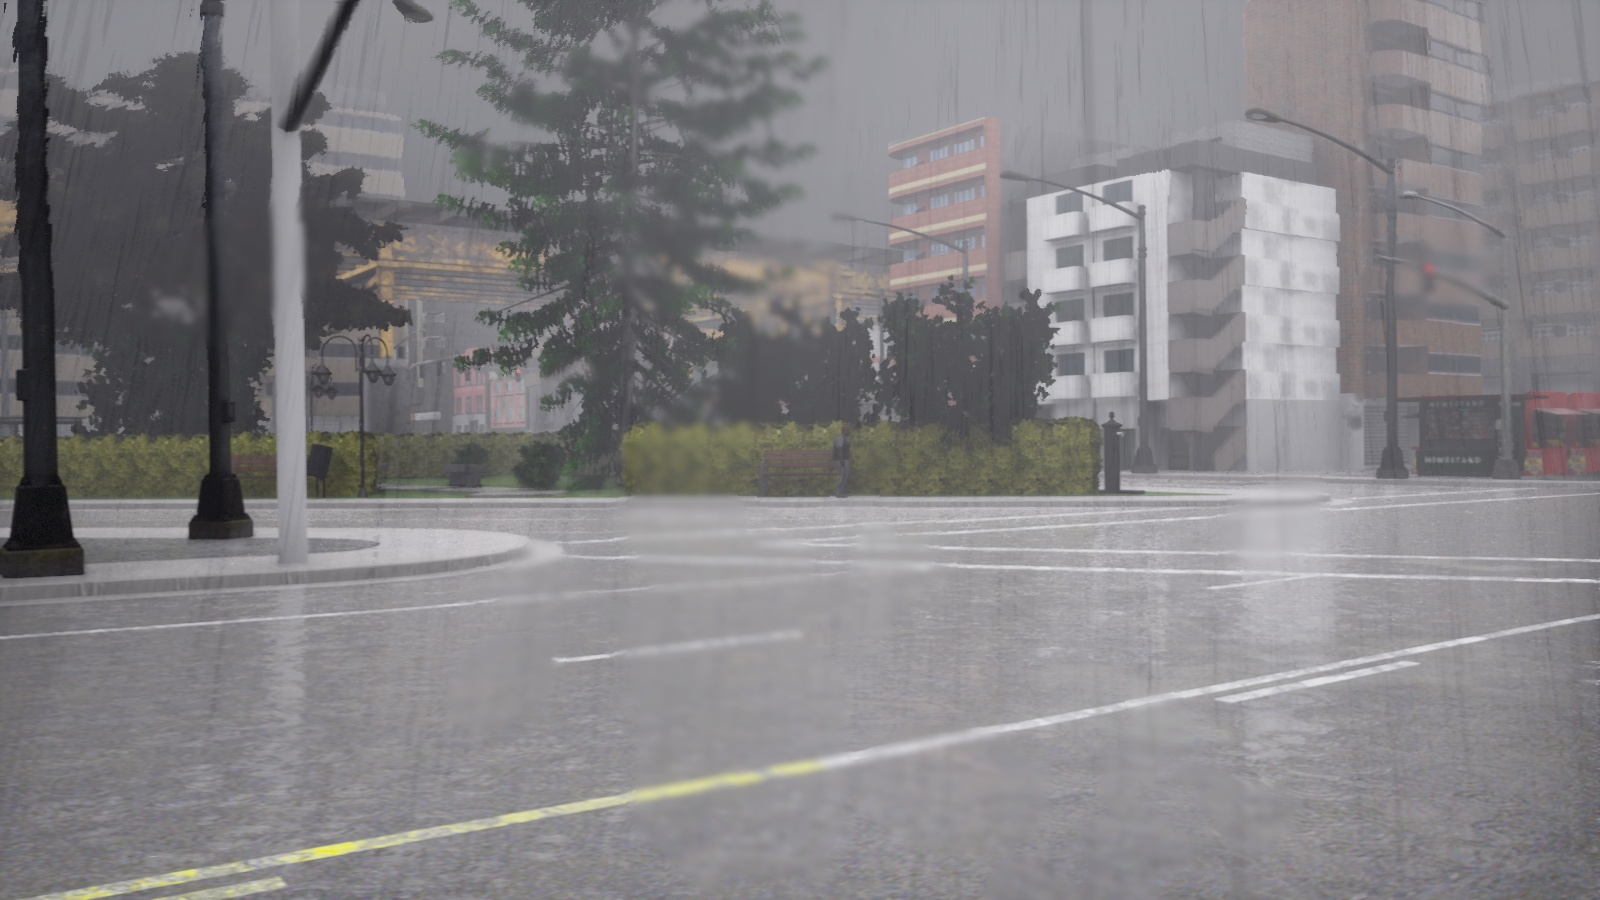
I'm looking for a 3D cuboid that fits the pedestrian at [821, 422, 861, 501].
[{"bbox_3d":[0.990,0.267,30.215,0.849,1.883,0.563,-1,1,13],"label":"pedestrian"}]

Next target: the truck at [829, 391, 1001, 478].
[{"bbox_3d":[4.803,-0.634,54.224,2.891,3.462,7.936,-1,0,-35],"label":"truck"}]
